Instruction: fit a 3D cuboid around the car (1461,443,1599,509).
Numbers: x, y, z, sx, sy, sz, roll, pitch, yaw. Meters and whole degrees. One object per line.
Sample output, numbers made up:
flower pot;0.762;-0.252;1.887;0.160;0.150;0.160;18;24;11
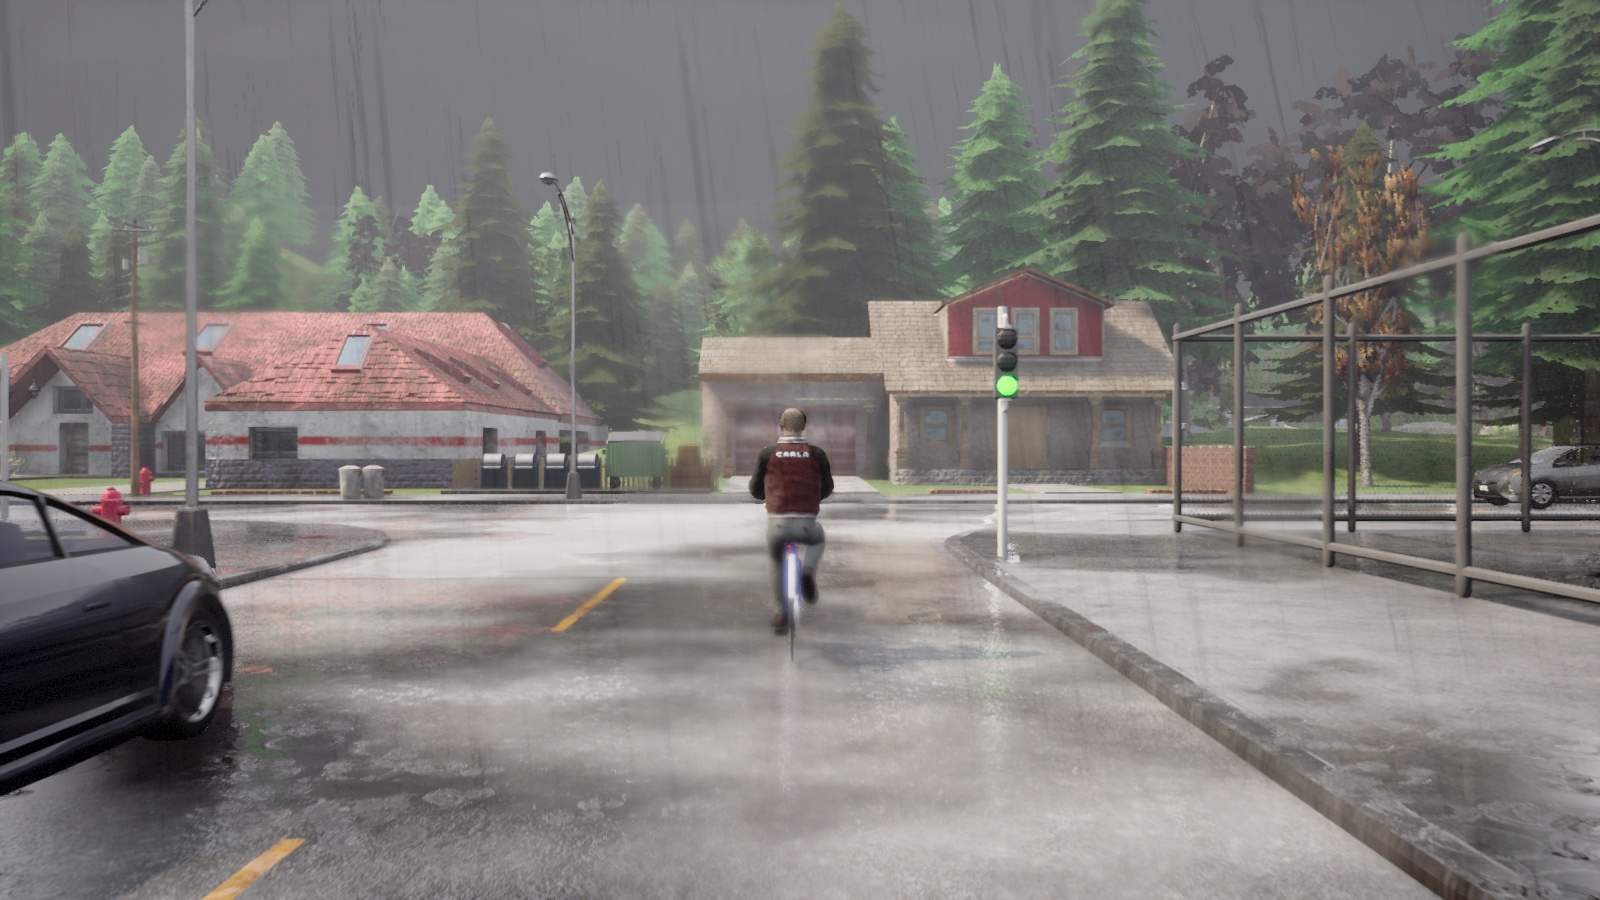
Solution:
car;18.544;0.596;29.945;4.514;1.525;2.007;0;0;-1

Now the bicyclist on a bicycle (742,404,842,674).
bicyclist on a bicycle;-0.048;0.583;9.186;0.659;1.776;1.843;0;0;0

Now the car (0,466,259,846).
car;-3.998;0.789;4.924;1.994;1.385;4.181;0;0;-1
